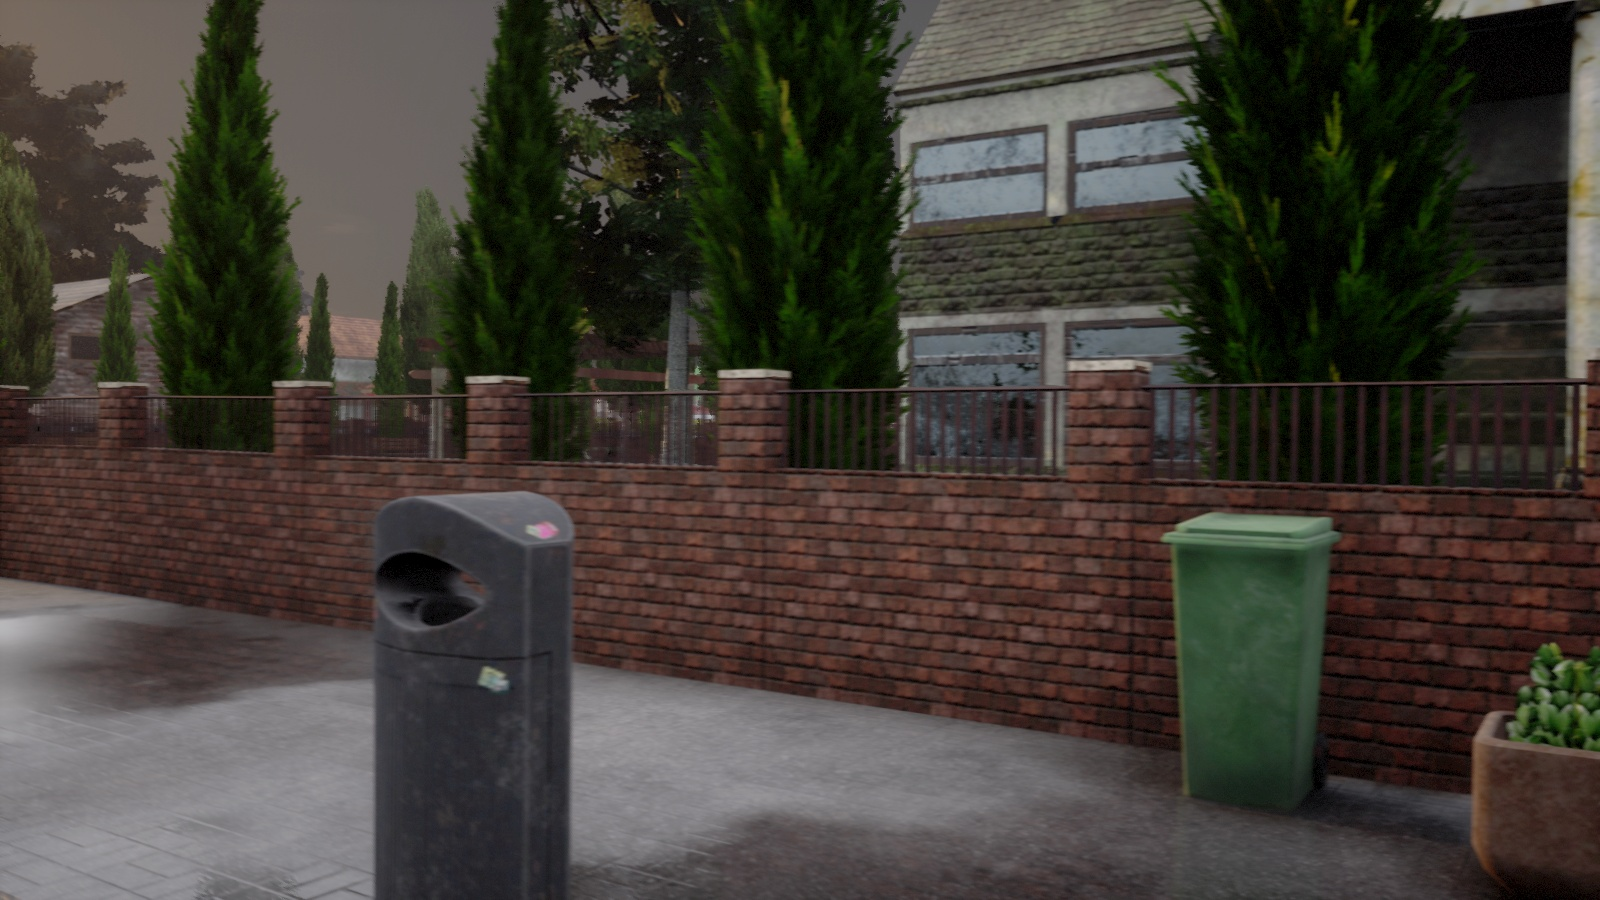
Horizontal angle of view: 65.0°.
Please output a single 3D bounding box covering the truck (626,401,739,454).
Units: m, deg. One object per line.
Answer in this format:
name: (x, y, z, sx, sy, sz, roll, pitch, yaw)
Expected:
truck: (-8.878, -1.637, 94.086, 8.468, 3.827, 2.891, 0, 1, 34)
